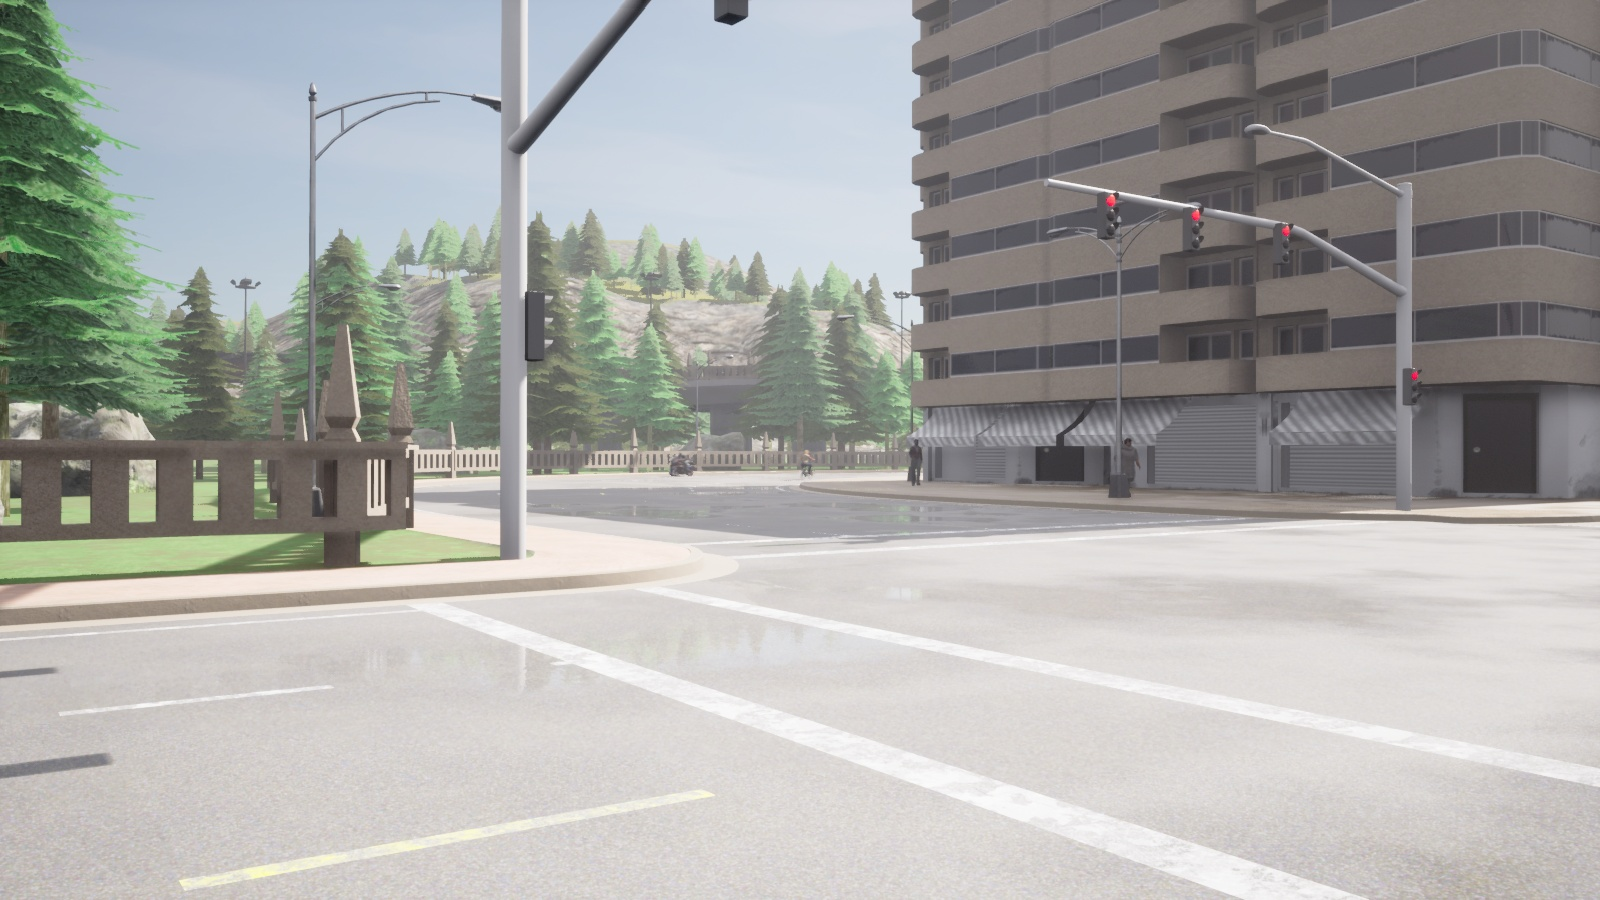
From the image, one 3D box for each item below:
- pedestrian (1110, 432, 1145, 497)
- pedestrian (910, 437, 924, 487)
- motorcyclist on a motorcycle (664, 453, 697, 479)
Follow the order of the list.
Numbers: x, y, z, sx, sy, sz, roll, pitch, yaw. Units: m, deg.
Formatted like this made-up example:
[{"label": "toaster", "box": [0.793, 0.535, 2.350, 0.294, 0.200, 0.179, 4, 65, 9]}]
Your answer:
[{"label": "pedestrian", "box": [9.885, 0.428, 37.929, 0.659, 1.952, 0.873, 0, 0, -14]}, {"label": "pedestrian", "box": [4.528, 0.453, 48.809, 0.402, 1.930, 0.666, 0, 0, -8]}, {"label": "motorcyclist on a motorcycle", "box": [-7.132, 0.923, 75.140, 0.866, 1.530, 2.191, 0, 0, 31]}]
